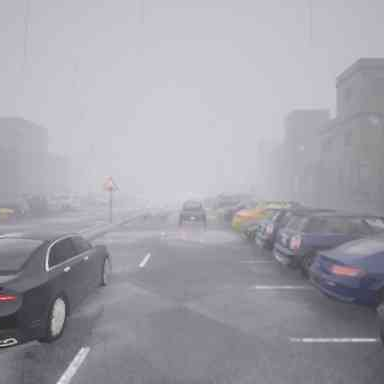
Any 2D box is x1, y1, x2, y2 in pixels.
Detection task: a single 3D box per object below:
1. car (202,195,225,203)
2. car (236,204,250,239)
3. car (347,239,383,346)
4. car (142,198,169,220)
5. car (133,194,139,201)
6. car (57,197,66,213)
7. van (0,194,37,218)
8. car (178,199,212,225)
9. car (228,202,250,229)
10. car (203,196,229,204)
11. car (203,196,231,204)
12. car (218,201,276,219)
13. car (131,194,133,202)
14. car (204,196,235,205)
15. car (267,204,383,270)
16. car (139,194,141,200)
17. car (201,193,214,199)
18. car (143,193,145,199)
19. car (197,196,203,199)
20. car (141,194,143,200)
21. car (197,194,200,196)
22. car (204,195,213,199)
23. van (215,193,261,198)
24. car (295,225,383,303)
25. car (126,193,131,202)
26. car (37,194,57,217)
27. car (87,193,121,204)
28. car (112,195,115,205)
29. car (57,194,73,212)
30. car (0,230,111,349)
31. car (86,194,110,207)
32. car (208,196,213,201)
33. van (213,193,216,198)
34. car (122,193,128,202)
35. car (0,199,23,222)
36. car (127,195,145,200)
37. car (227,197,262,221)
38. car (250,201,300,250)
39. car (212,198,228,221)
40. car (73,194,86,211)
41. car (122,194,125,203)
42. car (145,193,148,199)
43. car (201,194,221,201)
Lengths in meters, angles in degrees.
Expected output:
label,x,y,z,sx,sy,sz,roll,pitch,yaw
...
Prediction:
label,x,y,z,sx,sy,sz,roll,pitch,yaw
car,4.544,1.471,70.313,4.792,1.488,2.163,0,0,0
car,4.680,1.461,14.733,4.892,1.521,2.231,0,0,0
car,4.694,1.473,3.617,4.892,1.521,2.231,0,0,0
car,-2.968,1.509,27.962,1.812,1.442,4.674,0,0,0
car,-15.708,1.189,76.691,5.566,2.045,2.435,0,0,0
car,-15.591,1.499,32.692,5.008,1.535,2.097,0,0,0
van,-15.462,1.269,27.052,4.442,1.987,1.878,0,0,0
car,0.042,1.473,23.832,2.128,1.511,4.902,0,0,0
car,4.663,1.460,17.510,5.008,1.535,2.097,0,0,0
car,4.598,1.476,64.755,4.792,1.488,2.163,0,0,0
car,4.573,1.449,62.100,5.008,1.535,2.097,0,0,0
car,4.643,1.503,28.629,4.674,1.452,2.002,0,0,0
car,-15.721,1.488,71.177,4.674,1.452,2.002,0,0,0
car,4.579,1.455,56.424,5.008,1.535,2.097,0,0,0
car,4.656,1.338,9.174,4.553,1.767,2.185,0,0,0
car,-15.939,1.435,82.203,5.366,1.575,1.946,0,0,0
car,4.559,1.208,50.865,5.566,2.045,2.435,0,0,0
car,-15.956,1.438,87.718,5.366,1.575,1.946,0,0,0
car,0.007,1.548,41.198,1.994,1.385,4.181,0,0,0
car,-15.791,1.469,84.962,4.792,1.488,2.163,0,0,0
car,4.608,1.187,78.651,5.566,2.045,2.435,0,0,0
car,4.565,1.490,48.085,4.792,1.488,2.163,0,0,0
van,4.750,1.238,31.409,4.442,1.987,1.878,0,0,0
car,4.691,1.507,6.395,4.674,1.452,2.002,0,0,0
car,-15.704,1.453,68.419,5.008,1.535,2.097,0,0,0
car,-15.616,1.246,29.810,5.566,2.045,2.435,0,0,0
car,-15.646,1.228,57.389,5.566,2.045,2.435,0,0,0
car,-15.668,1.525,54.631,4.674,1.452,2.002,0,0,0
car,-15.636,1.375,35.449,4.553,1.767,2.185,0,0,0
car,-2.916,1.492,6.381,1.837,1.490,4.892,0,0,0
car,-15.628,1.520,51.873,4.792,1.488,2.163,0,0,0
car,4.614,1.465,36.967,4.892,1.521,2.231,0,0,0
van,4.744,1.238,34.188,4.442,1.987,1.878,0,0,0
car,-15.698,1.500,65.662,4.674,1.452,2.002,0,0,0
car,-15.575,1.492,24.294,5.008,1.535,2.097,0,0,0
car,-15.749,1.479,93.239,4.792,1.488,2.163,0,0,0
car,4.692,1.334,20.291,4.553,1.767,2.185,0,0,0
car,4.649,1.335,11.955,4.553,1.767,2.185,0,0,0
car,4.462,1.459,25.849,5.366,1.575,1.946,0,0,0
car,-15.642,1.250,38.085,5.566,2.045,2.435,0,0,0
car,-15.689,1.507,62.774,4.674,1.452,2.002,0,0,0
car,-15.590,1.442,90.481,5.366,1.575,1.946,0,0,0
car,4.613,1.315,81.464,4.553,1.767,2.185,0,0,0
